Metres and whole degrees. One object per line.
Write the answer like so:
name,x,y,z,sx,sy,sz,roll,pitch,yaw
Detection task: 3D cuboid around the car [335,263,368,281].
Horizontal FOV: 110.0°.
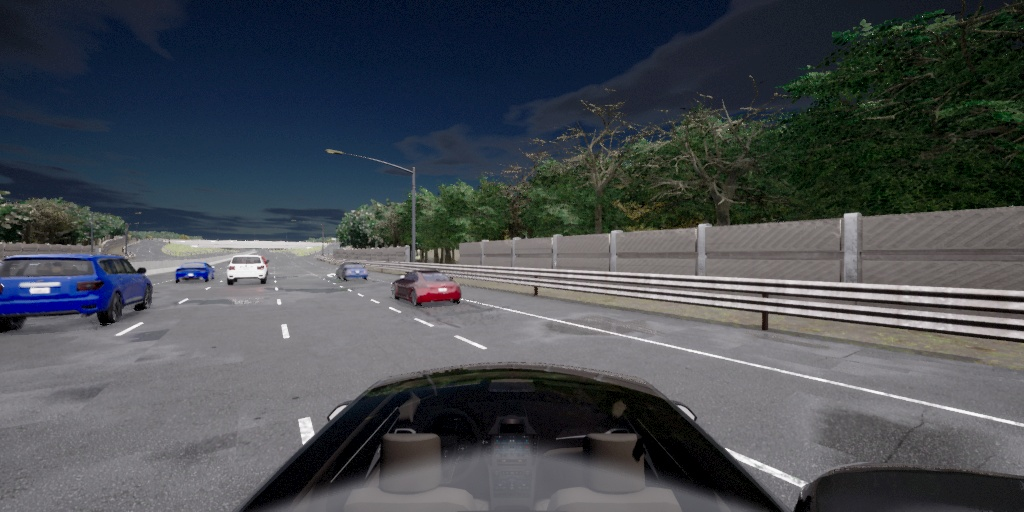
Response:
car,-13.556,1.283,30.259,2.033,1.411,5.357,0,0,-34

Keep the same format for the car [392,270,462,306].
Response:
car,-3.880,1.312,15.902,1.994,1.385,4.181,0,0,-34

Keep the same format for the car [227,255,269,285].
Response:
car,-19.278,0.957,26.233,2.150,2.045,5.566,0,0,-34

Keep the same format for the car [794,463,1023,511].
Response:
car,2.985,1.315,0.487,4.181,1.385,1.994,0,0,34

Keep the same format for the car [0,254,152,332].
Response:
car,-13.428,0.967,11.278,2.150,2.045,5.566,0,0,-34

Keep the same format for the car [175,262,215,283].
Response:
car,-24.788,1.208,28.169,1.882,1.535,5.008,0,0,-34
